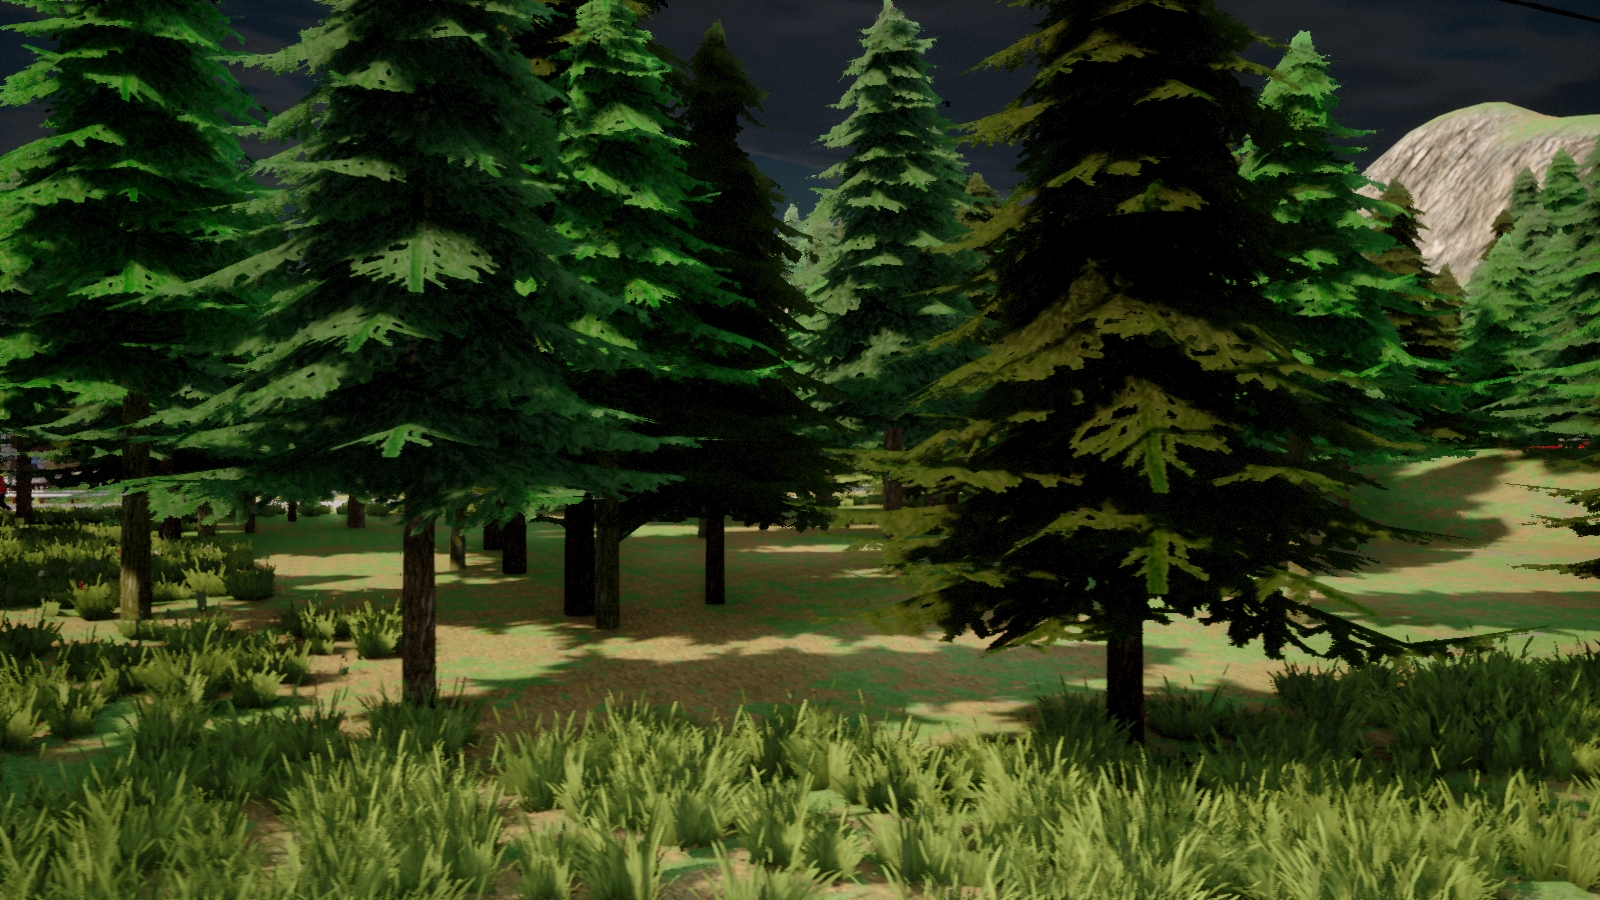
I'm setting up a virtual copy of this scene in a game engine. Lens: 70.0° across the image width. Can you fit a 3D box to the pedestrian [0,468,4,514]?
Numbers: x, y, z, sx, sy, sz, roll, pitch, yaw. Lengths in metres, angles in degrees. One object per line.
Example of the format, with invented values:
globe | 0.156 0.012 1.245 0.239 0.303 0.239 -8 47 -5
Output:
pedestrian | -32.571 1.654 46.389 0.375 1.860 0.375 0 0 -41
